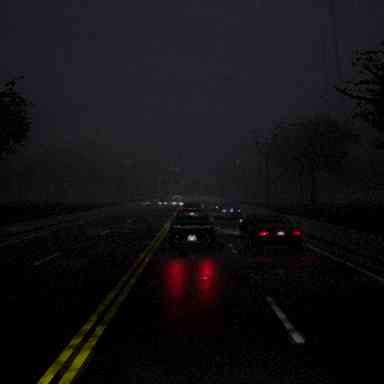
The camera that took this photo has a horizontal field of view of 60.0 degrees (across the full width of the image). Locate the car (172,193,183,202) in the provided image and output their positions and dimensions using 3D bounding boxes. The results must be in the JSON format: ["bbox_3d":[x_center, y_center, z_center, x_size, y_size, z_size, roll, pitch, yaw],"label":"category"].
[{"bbox_3d":[-3.250,1.312,75.908,2.150,2.045,5.566,0,0,0],"label":"car"}]

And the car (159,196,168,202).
[{"bbox_3d":[-6.500,1.627,75.937,2.033,1.411,5.357,0,0,0],"label":"car"}]

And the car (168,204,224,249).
[{"bbox_3d":[0.000,1.500,14.650,2.128,1.511,4.902,0,0,0],"label":"car"}]

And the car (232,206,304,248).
[{"bbox_3d":[3.250,1.569,14.650,2.033,1.411,5.357,0,0,0],"label":"car"}]

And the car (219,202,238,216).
[{"bbox_3d":[3.250,1.584,29.651,2.033,1.411,5.357,0,0,0],"label":"car"}]

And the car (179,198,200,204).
[{"bbox_3d":[0.000,1.537,29.651,1.837,1.490,4.892,0,0,0],"label":"car"}]
